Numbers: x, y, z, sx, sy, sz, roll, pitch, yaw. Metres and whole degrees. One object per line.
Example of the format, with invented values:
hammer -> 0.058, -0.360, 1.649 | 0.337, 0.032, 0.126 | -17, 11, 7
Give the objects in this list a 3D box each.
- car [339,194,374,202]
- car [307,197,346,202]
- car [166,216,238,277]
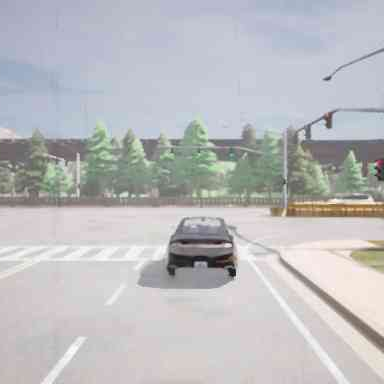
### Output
car -> 17.963, 1.248, 38.234 | 5.566, 2.045, 2.150 | 0, 0, -1
car -> 12.837, 1.512, 34.619 | 4.902, 1.511, 2.128 | 0, 0, -2
car -> 0.358, 1.495, 10.237 | 2.128, 1.511, 4.902 | 0, 0, 4
